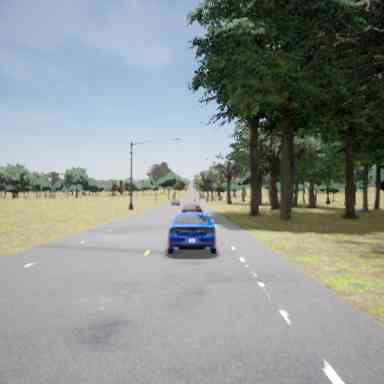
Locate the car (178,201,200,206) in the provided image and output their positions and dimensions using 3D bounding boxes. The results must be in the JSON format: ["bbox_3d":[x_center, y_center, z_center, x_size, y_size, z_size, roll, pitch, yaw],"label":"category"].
[{"bbox_3d":[0.007,1.767,29.463,1.882,1.535,5.008,0,0,0],"label":"car"}]

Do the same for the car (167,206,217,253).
[{"bbox_3d":[0.006,1.616,14.470,1.882,1.535,5.008,0,0,0],"label":"car"}]

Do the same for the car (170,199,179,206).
[{"bbox_3d":[-3.494,2.271,70.966,1.812,1.442,4.674,0,-1,0],"label":"car"}]
